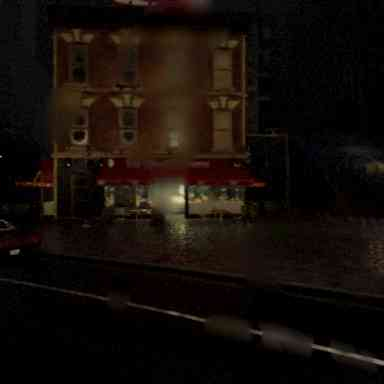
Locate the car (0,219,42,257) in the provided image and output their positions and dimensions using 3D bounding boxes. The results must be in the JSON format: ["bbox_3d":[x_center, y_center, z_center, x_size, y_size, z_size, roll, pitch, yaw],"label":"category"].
[{"bbox_3d":[-7.372,1.534,11.025,4.718,1.301,1.895,0,0,25],"label":"car"}]
